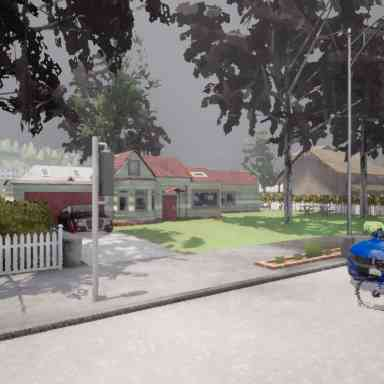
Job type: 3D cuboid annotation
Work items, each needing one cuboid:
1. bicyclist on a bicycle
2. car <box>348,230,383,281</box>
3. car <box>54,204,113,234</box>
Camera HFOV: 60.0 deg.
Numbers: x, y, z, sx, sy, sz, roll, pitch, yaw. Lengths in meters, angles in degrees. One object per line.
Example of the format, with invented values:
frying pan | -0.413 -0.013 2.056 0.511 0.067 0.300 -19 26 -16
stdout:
bicyclist on a bicycle | 3.887 1.454 6.073 1.656 1.620 0.582 -3 -1 31
car | 6.093 1.478 8.714 5.008 1.535 1.882 0 0 -34
car | -5.461 1.300 16.571 1.994 1.381 4.181 0 0 -34
